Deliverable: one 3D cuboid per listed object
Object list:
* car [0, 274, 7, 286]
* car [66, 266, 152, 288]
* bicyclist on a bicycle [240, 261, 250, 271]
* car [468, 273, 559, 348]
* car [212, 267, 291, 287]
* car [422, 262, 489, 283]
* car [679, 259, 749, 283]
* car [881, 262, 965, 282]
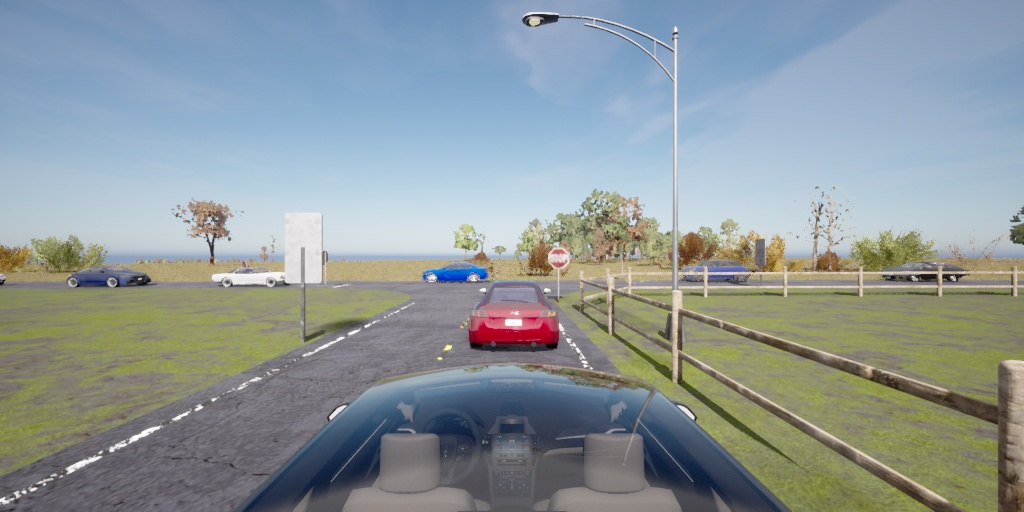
[{"bbox_3d":[-37.598,1.378,24.413,4.674,1.442,1.812,0,0,0],"label":"car"},{"bbox_3d":[-27.270,1.385,24.344,4.181,1.385,1.994,0,0,0],"label":"car"},{"bbox_3d":[-22.568,1.259,30.291,0.582,1.620,1.656,0,0,0],"label":"bicyclist on a bicycle"},{"bbox_3d":[0.075,1.313,9.247,1.994,1.385,4.181,0,0,1],"label":"car"},{"bbox_3d":[-17.256,1.393,24.286,4.718,1.301,1.895,0,0,0],"label":"car"},{"bbox_3d":[-4.234,1.233,27.160,5.008,1.535,1.882,0,0,0],"label":"car"},{"bbox_3d":[15.088,1.059,27.044,4.553,1.767,2.097,0,0,0],"label":"car"},{"bbox_3d":[30.752,1.169,26.950,4.902,1.511,2.128,0,0,0],"label":"car"}]
